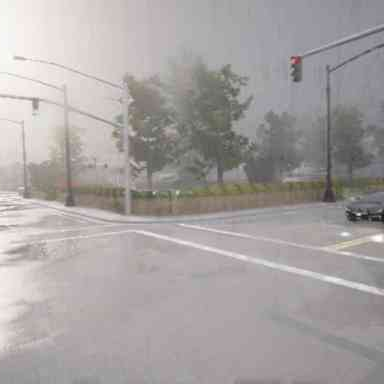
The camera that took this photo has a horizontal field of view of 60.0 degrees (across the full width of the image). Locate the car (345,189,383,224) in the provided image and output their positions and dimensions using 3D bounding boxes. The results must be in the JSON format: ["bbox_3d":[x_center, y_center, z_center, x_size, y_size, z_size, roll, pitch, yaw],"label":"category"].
[{"bbox_3d":[9.352,0.637,16.080,4.892,1.490,1.837,-3,3,-35],"label":"car"}]
